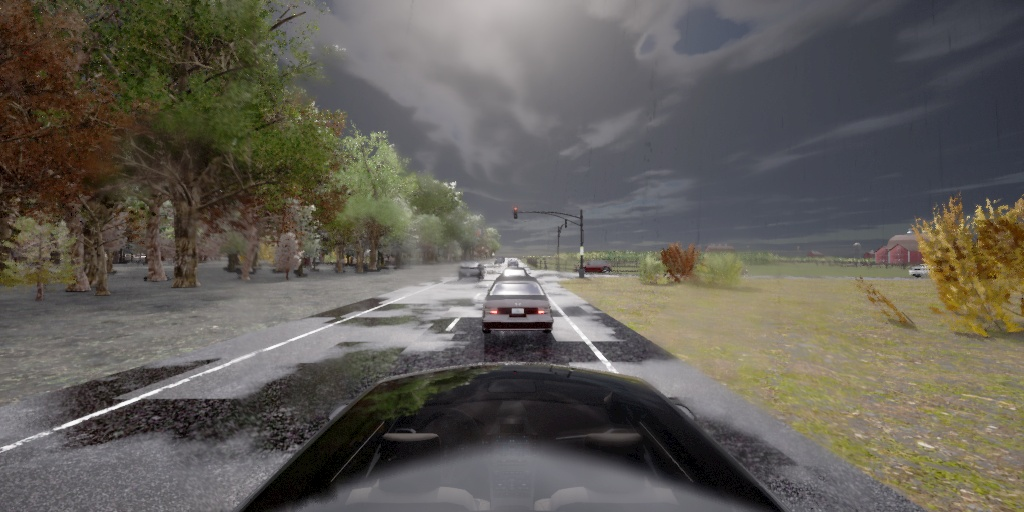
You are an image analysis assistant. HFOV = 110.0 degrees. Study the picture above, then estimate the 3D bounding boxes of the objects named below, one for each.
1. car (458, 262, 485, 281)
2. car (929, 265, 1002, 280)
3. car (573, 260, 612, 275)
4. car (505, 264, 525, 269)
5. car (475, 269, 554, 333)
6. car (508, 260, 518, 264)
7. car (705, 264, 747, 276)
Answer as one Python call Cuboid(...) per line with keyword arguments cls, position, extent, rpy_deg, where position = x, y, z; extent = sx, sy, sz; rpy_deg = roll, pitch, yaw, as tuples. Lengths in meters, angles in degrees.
Cuboid(cls="car", position=(-3.336, 1.249, 30.149), extent=(2.128, 1.511, 4.902), rpy_deg=(0, 0, 0))
Cuboid(cls="car", position=(48.670, 1.825, 38.258), extent=(5.357, 1.411, 2.033), rpy_deg=(1, -1, 1))
Cuboid(cls="car", position=(9.646, 1.277, 42.948), extent=(4.553, 1.767, 2.097), rpy_deg=(0, -1, 12))
Cuboid(cls="car", position=(0.144, 1.318, 19.922), extent=(1.994, 1.385, 4.181), rpy_deg=(0, 0, 0))
Cuboid(cls="car", position=(0.121, 1.300, 10.682), extent=(2.033, 1.411, 5.357), rpy_deg=(0, 0, 0))
Cuboid(cls="car", position=(0.217, 1.355, 65.459), extent=(1.895, 1.301, 4.718), rpy_deg=(0, 0, 0))
Cuboid(cls="car", position=(25.040, 1.644, 42.027), extent=(4.181, 1.385, 1.994), rpy_deg=(1, -1, 0))
